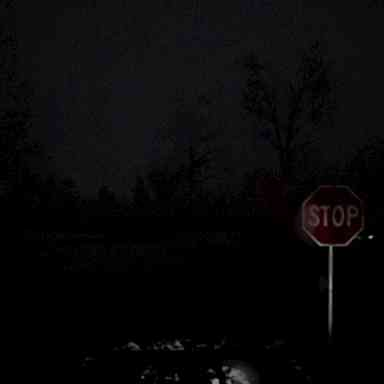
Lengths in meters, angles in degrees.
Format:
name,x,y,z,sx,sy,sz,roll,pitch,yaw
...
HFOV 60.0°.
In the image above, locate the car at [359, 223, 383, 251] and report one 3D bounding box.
name,x,y,z,sx,sy,sz,roll,pitch,yaw
car,9.134,1.813,13.497,4.181,1.385,1.994,1,1,-6
